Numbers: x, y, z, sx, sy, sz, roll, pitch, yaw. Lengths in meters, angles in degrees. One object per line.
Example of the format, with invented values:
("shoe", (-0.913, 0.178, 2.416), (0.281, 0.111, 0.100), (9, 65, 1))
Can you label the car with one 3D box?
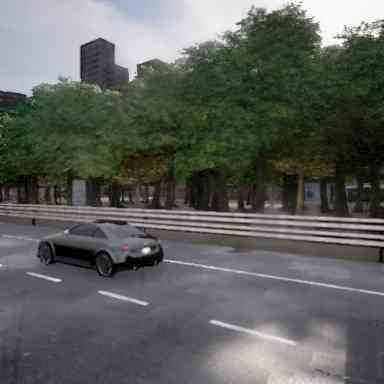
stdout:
("car", (-2.886, 1.568, 10.226), (4.181, 1.385, 1.994), (0, 0, 36))
